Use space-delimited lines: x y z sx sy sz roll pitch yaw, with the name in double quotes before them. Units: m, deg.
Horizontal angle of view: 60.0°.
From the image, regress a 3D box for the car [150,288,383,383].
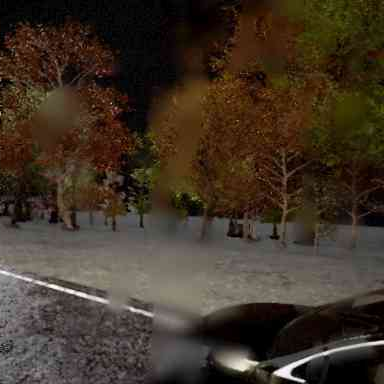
"car" 1.861 1.505 2.369 4.892 1.490 1.837 0 0 35
